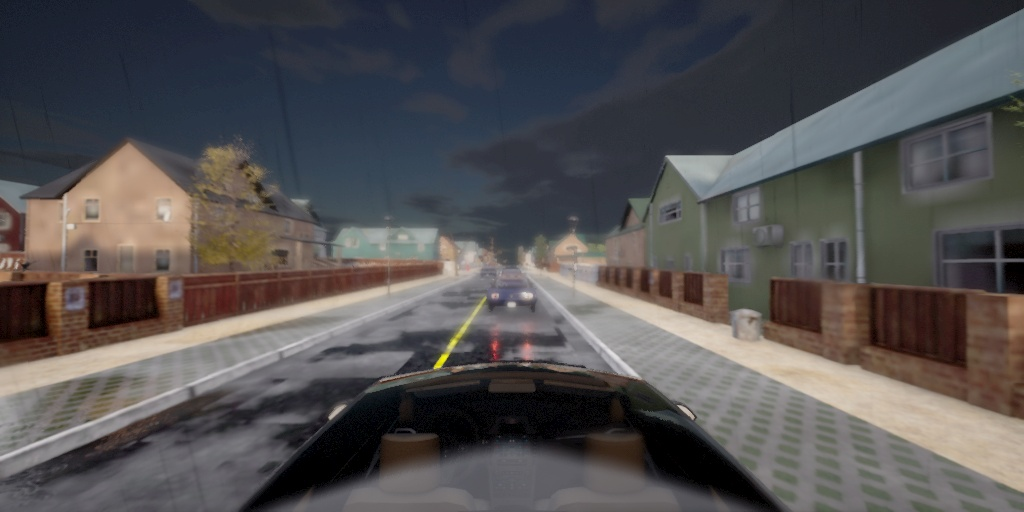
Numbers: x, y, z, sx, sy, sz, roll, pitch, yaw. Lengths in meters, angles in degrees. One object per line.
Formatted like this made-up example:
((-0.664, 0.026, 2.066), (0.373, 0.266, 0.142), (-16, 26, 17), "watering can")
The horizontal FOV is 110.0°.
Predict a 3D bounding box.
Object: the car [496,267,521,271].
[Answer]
((-0.013, 1.618, 29.407), (2.033, 1.411, 5.357), (0, -1, 0), "car")

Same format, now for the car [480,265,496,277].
((-2.791, 1.798, 43.419), (2.033, 1.411, 5.357), (0, -1, 0), "car")

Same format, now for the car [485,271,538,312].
((0.006, 1.501, 15.128), (1.895, 1.301, 4.718), (0, -1, 0), "car")
